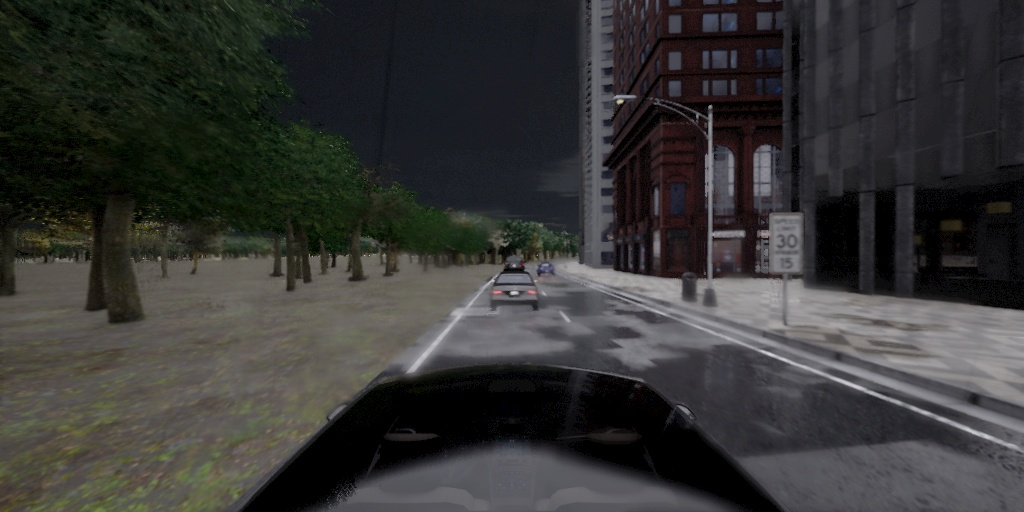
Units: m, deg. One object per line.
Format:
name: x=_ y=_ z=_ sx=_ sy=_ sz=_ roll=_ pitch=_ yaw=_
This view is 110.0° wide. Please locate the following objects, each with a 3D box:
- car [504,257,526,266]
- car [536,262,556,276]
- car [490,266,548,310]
car: x=0.309 y=1.099 z=38.197 sx=2.150 sy=2.045 sz=5.566 roll=0 pitch=0 yaw=2
car: x=3.701 y=1.408 z=38.746 sx=1.812 sy=1.442 sz=4.674 roll=0 pitch=0 yaw=3
car: x=0.104 y=1.316 z=14.703 sx=2.033 sy=1.411 sz=5.357 roll=0 pitch=0 yaw=0
